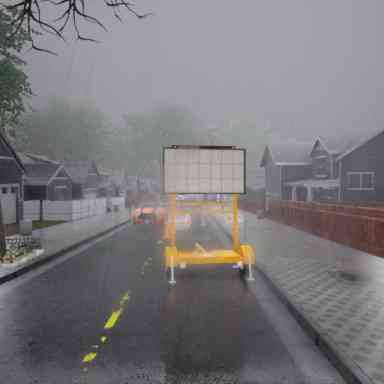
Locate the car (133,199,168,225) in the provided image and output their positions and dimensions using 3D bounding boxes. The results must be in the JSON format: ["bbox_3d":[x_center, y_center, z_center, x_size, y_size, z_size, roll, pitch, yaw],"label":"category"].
[{"bbox_3d":[-2.917,1.348,23.908,2.097,1.767,4.553,0,0,0],"label":"car"}]

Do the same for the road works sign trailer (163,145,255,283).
[{"bbox_3d":[0.334,0.459,9.711,2.380,3.560,2.880,0,0,-8],"label":"road works sign trailer"}]

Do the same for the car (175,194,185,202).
[{"bbox_3d":[-2.986,1.344,83.412,2.150,2.045,5.566,0,0,0],"label":"car"}]
